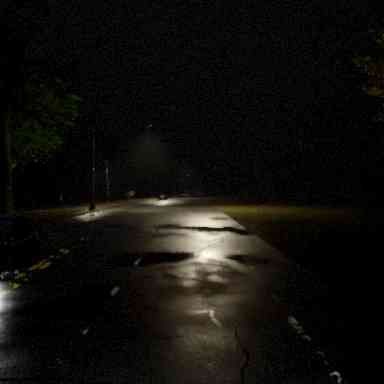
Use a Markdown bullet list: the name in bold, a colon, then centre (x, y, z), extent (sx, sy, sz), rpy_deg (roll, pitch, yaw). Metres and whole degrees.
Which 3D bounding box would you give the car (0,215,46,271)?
- **car**: centre (-6.295, 1.514, 10.896), extent (1.812, 1.442, 4.674), rpy_deg (0, 0, -5)

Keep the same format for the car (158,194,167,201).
- **car**: centre (-6.875, 1.280, 78.821), extent (2.033, 1.411, 5.357), rpy_deg (0, 1, 1)
